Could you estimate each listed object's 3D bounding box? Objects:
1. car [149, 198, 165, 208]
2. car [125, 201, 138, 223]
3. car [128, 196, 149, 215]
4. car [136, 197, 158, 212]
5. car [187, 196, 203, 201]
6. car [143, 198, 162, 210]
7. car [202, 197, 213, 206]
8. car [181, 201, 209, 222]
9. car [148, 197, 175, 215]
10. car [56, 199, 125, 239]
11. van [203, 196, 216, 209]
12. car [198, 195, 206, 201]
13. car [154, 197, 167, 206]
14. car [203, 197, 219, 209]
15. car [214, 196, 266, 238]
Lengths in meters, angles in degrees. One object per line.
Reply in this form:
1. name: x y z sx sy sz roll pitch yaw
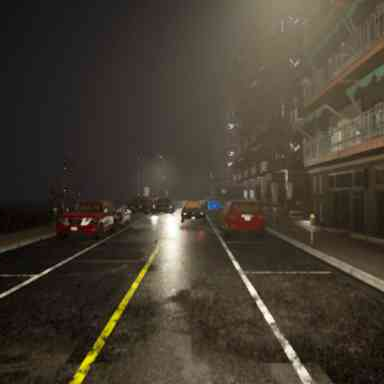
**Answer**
1. car: -5.297 1.584 50.691 1.887 1.381 4.507 1 0 0
2. car: -5.302 1.569 23.009 2.008 1.369 4.403 1 0 0
3. car: -5.297 1.342 34.082 2.192 1.841 5.009 1 0 0
4. car: -5.297 1.471 39.618 1.967 1.590 4.097 1 0 0
5. car: 0.108 1.511 42.900 1.882 1.535 5.008 0 0 0
6. car: -5.298 1.586 45.154 2.008 1.369 4.403 1 0 0
7. car: 2.585 1.570 56.822 1.752 1.417 4.829 1 0 0
8. car: 0.106 1.621 26.616 1.895 1.301 4.718 0 0 0
9. car: -2.837 1.378 33.758 2.097 1.767 4.553 0 0 0
10. car: -5.300 1.329 17.473 2.192 1.841 5.009 1 0 0
11. van: 2.584 1.372 40.018 1.690 1.788 3.998 1 0 0
12. car: 2.590 1.622 89.167 2.008 1.369 4.403 1 0 0
13. car: -5.296 1.569 56.057 1.752 1.417 4.829 1 0 0
14. car: 2.584 1.475 45.563 1.967 1.590 4.097 1 0 0
15. car: 2.580 1.329 17.838 2.192 1.841 5.009 1 0 0
